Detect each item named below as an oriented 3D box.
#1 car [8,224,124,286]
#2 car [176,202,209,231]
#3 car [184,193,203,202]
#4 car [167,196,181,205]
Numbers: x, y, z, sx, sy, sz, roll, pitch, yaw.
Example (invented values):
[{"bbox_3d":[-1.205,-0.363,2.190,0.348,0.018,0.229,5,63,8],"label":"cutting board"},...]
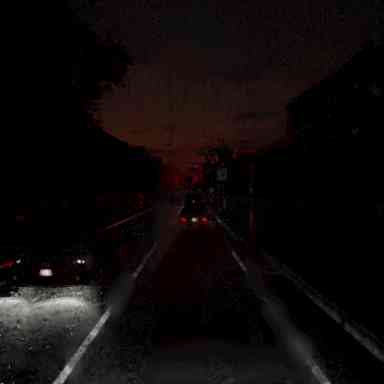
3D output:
[{"bbox_3d":[-3.242,1.610,9.386,1.994,1.385,4.181,0,0,0],"label":"car"},{"bbox_3d":[0.122,1.592,20.931,2.033,1.411,5.357,0,0,0],"label":"car"},{"bbox_3d":[0.197,1.162,40.297,2.150,2.045,5.566,0,0,0],"label":"car"},{"bbox_3d":[-2.878,1.363,53.474,1.837,1.490,4.892,0,0,1],"label":"car"}]
